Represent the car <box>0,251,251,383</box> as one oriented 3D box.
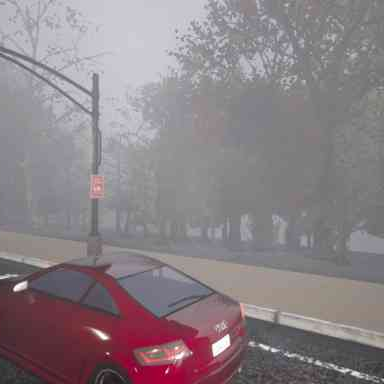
[{"bbox_3d":[-1.328,1.563,4.629,4.181,1.385,1.994,0,0,35],"label":"car"}]
